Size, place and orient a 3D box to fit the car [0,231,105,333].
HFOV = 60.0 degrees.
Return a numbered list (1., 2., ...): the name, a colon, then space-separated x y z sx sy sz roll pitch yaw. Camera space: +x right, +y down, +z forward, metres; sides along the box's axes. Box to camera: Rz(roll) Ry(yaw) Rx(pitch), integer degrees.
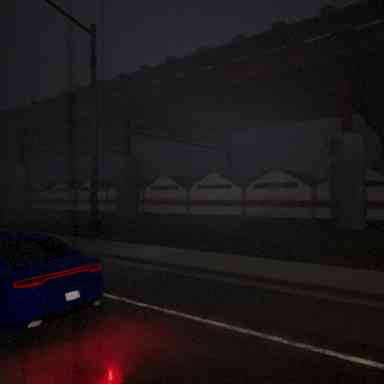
1. car: -3.934 1.544 6.795 5.008 1.535 1.882 -1 0 35
